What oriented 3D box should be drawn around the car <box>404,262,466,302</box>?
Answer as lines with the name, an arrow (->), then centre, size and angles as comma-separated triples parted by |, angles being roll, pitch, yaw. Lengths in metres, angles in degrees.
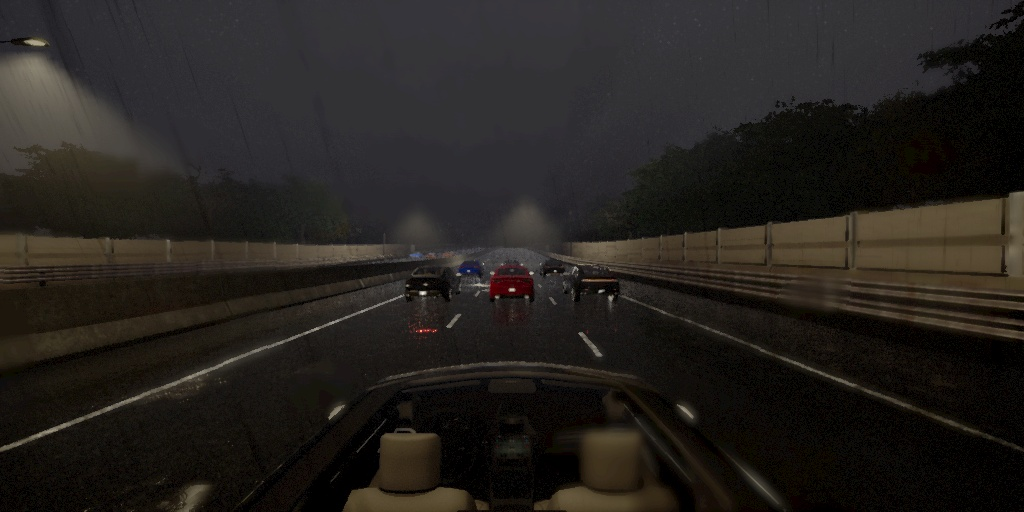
car -> -3.500, 1.187, 16.496 | 1.837, 1.490, 4.892 | 0, 0, 0

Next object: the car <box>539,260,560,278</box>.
car -> 3.500, 1.057, 31.495 | 1.882, 1.535, 5.008 | 0, 0, 0

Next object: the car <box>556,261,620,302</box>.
car -> 3.500, 1.165, 16.496 | 2.128, 1.511, 4.902 | 0, 0, 0

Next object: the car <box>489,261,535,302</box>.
car -> 0.000, 1.155, 16.495 | 1.882, 1.535, 5.008 | 0, 0, 0

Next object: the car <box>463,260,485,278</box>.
car -> -3.500, 1.057, 31.495 | 1.882, 1.535, 5.008 | 0, 0, 0
